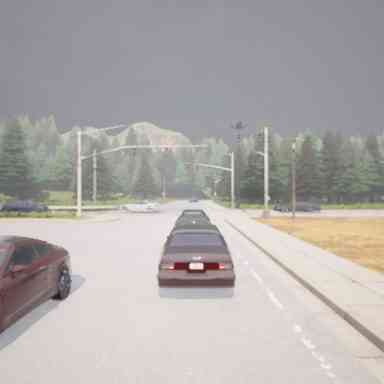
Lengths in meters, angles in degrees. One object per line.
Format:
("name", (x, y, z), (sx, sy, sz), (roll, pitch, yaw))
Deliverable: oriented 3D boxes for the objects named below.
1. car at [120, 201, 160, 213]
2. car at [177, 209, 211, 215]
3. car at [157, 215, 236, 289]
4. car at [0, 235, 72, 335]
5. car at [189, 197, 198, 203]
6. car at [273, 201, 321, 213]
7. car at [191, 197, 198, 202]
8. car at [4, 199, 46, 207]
("car", (-6.218, 1.762, 39.679), (4.674, 1.442, 1.812), (0, 0, 1))
("car", (0.082, 1.663, 18.632), (1.994, 1.385, 4.181), (0, 0, 1))
("car", (0.096, 1.600, 9.409), (2.033, 1.411, 5.357), (0, 0, 0))
("car", (-3.615, 1.561, 5.816), (1.812, 1.442, 4.674), (0, 0, 0))
("car", (0.324, 2.034, 80.915), (1.895, 1.301, 4.718), (0, 0, 2))
("car", (12.399, 1.781, 39.319), (5.357, 1.411, 2.033), (0, 0, 1))
("car", (0.698, 2.045, 90.894), (1.994, 1.385, 4.181), (0, 0, 2))
("car", (-18.011, 1.587, 36.209), (4.553, 1.767, 2.097), (0, 0, 1))
